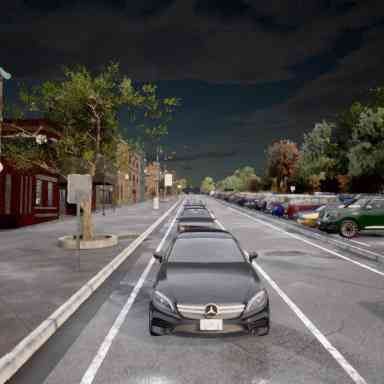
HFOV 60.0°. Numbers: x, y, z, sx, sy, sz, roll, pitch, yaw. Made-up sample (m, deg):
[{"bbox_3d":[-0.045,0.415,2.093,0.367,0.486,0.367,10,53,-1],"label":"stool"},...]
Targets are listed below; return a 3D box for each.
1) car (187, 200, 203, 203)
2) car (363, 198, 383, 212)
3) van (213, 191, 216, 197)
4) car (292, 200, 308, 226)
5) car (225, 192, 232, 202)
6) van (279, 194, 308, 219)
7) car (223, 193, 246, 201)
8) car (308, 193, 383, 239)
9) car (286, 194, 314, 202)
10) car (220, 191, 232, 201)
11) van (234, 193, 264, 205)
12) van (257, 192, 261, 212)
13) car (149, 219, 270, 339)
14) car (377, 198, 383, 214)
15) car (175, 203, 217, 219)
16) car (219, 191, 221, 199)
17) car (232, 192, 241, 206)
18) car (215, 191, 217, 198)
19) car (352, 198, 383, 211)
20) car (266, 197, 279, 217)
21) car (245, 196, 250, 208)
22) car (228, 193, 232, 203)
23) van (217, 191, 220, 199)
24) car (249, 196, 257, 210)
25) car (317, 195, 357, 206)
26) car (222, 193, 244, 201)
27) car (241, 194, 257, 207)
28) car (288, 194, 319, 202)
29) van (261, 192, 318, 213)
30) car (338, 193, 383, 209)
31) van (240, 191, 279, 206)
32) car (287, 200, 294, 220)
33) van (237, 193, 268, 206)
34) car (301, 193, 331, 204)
[{"bbox_3d":[0.228,1.442,29.830,2.128,1.511,4.902,0,0,0],"label":"car"},{"bbox_3d":[22.197,1.468,37.394,4.792,1.488,2.163,0,0,0],"label":"car"},{"bbox_3d":[8.672,0.764,89.895,4.442,1.987,1.878,0,1,0],"label":"van"},{"bbox_3d":[9.081,1.466,19.809,5.366,1.575,1.946,0,0,0],"label":"car"},{"bbox_3d":[8.977,1.280,61.867,4.674,1.452,2.002,0,1,0],"label":"car"},{"bbox_3d":[9.345,1.237,25.417,4.442,1.987,1.878,0,0,0],"label":"van"},{"bbox_3d":[8.891,1.039,70.275,4.553,1.767,2.185,0,1,0],"label":"car"},{"bbox_3d":[9.257,1.221,17.006,5.566,2.045,2.435,0,0,0],"label":"car"},{"bbox_3d":[22.024,1.188,67.934,4.892,1.521,2.231,0,1,0],"label":"car"},{"bbox_3d":[8.932,0.963,64.668,5.566,2.045,2.435,0,1,0],"label":"car"},{"bbox_3d":[9.154,1.089,53.456,4.442,1.987,1.878,0,1,0],"label":"van"},{"bbox_3d":[9.287,1.222,33.829,4.442,1.987,1.878,0,0,0],"label":"van"},{"bbox_3d":[0.255,1.524,6.803,1.812,1.442,4.674,0,0,0],"label":"car"},{"bbox_3d":[22.430,1.444,34.623,5.366,1.575,1.946,0,0,0],"label":"car"},{"bbox_3d":[0.198,1.532,17.382,2.033,1.411,5.357,0,0,0],"label":"car"},{"bbox_3d":[8.913,0.938,67.471,5.566,2.045,2.435,0,1,0],"label":"car"},{"bbox_3d":[9.047,1.113,47.848,5.566,2.045,2.435,0,1,0],"label":"car"},{"bbox_3d":[8.841,1.065,81.489,5.008,1.535,2.097,0,1,0],"label":"car"},{"bbox_3d":[22.236,1.452,40.177,4.792,1.488,2.163,0,0,0],"label":"car"},{"bbox_3d":[9.203,1.460,28.220,5.008,1.535,2.097,0,0,0],"label":"car"},{"bbox_3d":[9.130,1.465,39.439,4.674,1.452,2.002,0,0,0],"label":"car"},{"bbox_3d":[9.011,1.290,56.261,4.892,1.521,2.231,0,1,0],"label":"car"},{"bbox_3d":[8.748,0.864,78.683,4.442,1.987,1.878,0,1,0],"label":"van"},{"bbox_3d":[9.181,1.470,36.632,4.792,1.488,2.163,0,0,0],"label":"car"},{"bbox_3d":[22.318,1.332,51.280,5.366,1.575,1.946,0,1,0],"label":"car"},{"bbox_3d":[8.872,1.014,73.078,4.553,1.767,2.185,0,1,0],"label":"car"},{"bbox_3d":[9.120,1.409,42.242,4.892,1.521,2.231,0,0,0],"label":"car"},{"bbox_3d":[21.852,1.209,65.156,5.366,1.575,1.946,0,0,0],"label":"car"},{"bbox_3d":[9.073,1.230,31.026,4.442,1.987,1.878,0,0,0],"label":"van"},{"bbox_3d":[22.160,1.153,42.950,5.566,2.045,2.435,0,0,0],"label":"car"},{"bbox_3d":[9.211,1.163,45.049,4.442,1.987,1.878,0,0,0],"label":"van"},{"bbox_3d":[9.250,1.506,22.613,4.674,1.452,2.002,0,0,0],"label":"car"},{"bbox_3d":[9.173,1.113,50.653,4.442,1.987,1.878,0,1,0],"label":"van"},{"bbox_3d":[22.106,1.135,59.606,4.553,1.767,2.185,0,1,0],"label":"car"}]
